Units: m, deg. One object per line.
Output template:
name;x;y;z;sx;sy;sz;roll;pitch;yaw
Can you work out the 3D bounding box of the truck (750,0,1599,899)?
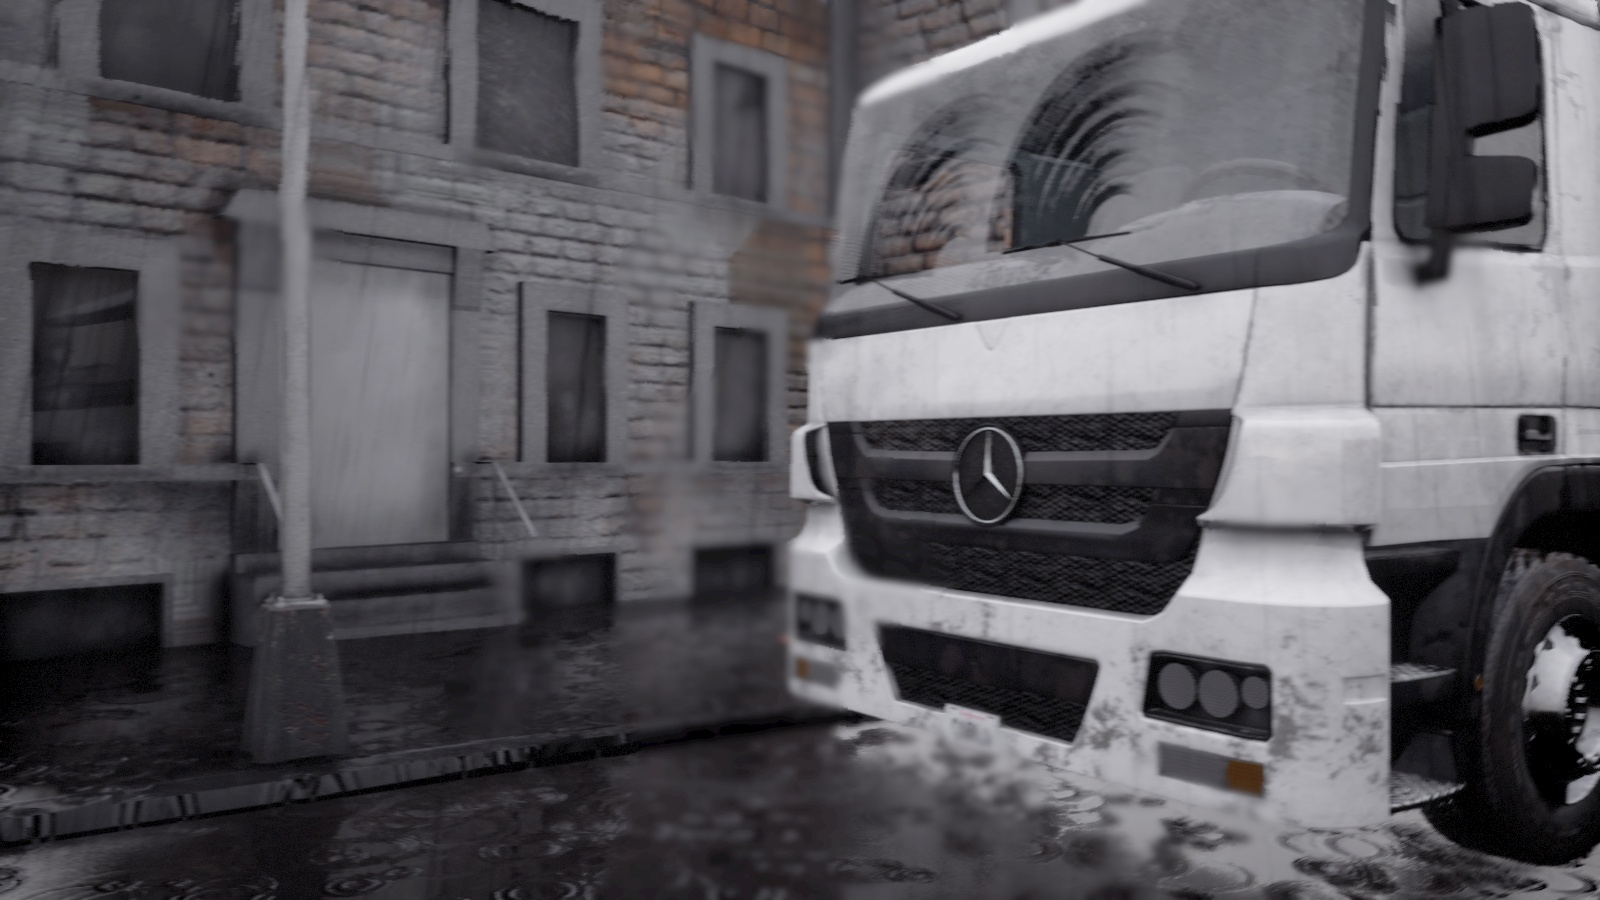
truck;3.850;-0.228;6.948;7.936;3.462;2.891;0;0;-35
